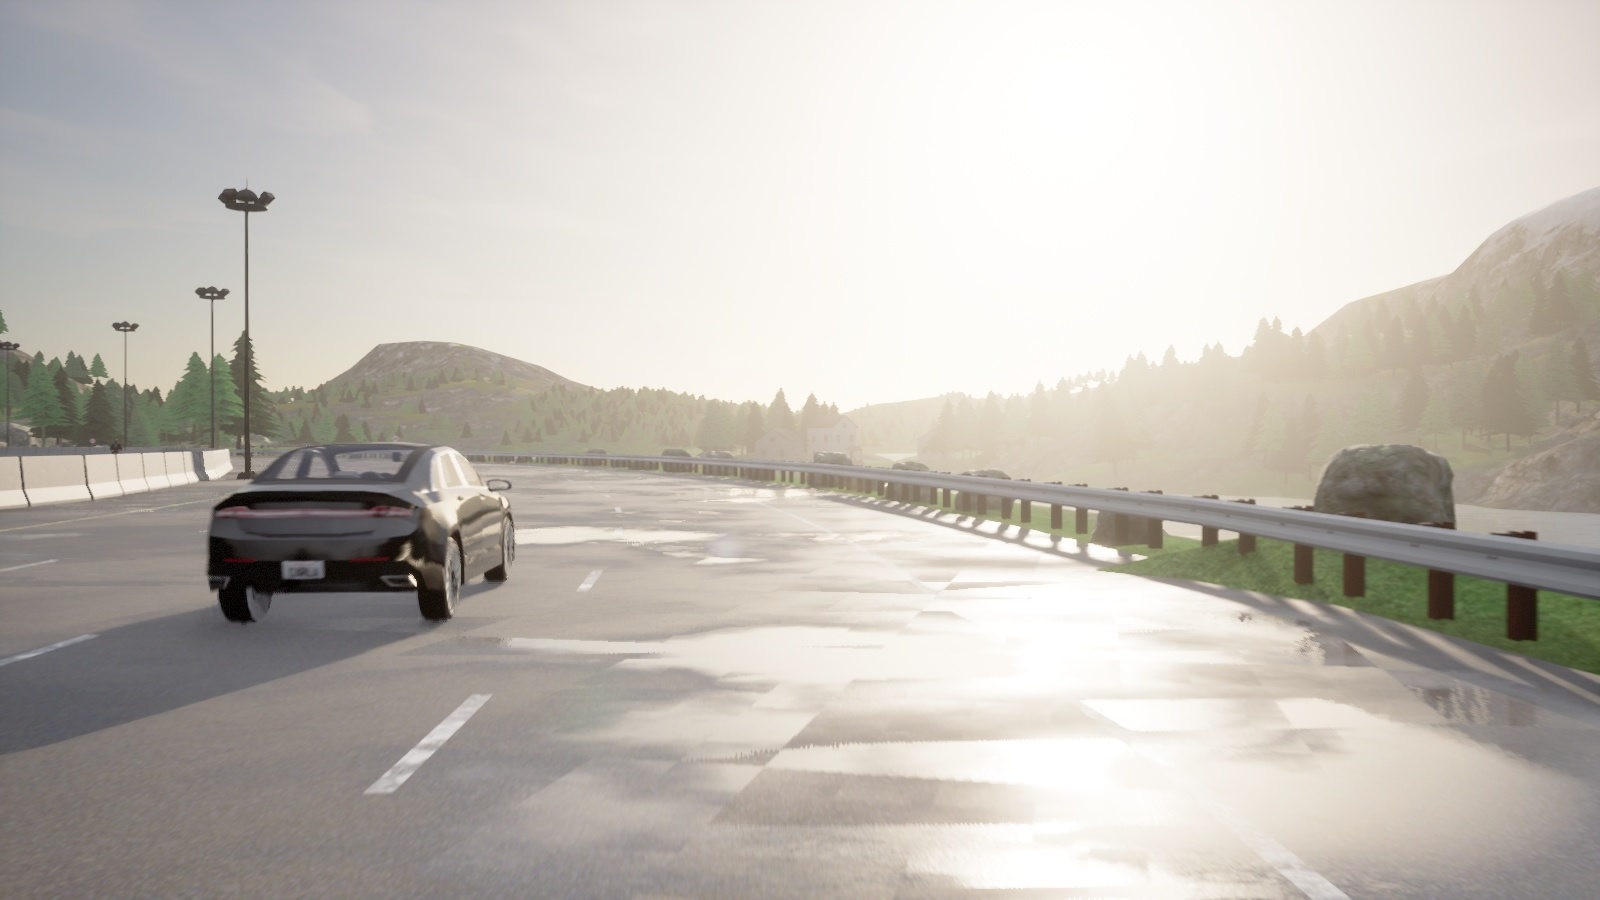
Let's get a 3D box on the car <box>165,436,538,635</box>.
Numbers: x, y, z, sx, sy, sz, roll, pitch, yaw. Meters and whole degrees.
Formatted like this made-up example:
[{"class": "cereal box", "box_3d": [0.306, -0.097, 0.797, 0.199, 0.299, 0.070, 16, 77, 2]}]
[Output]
[{"class": "car", "box_3d": [-3.919, 0.633, 12.033, 2.128, 1.511, 4.902, 0, 0, -4]}]
